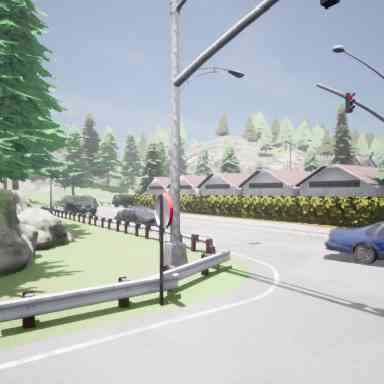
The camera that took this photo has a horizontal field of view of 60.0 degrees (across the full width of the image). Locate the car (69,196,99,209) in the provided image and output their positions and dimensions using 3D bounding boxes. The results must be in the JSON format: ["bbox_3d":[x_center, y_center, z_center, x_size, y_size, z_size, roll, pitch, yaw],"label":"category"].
[{"bbox_3d":[-16.418,1.539,50.623,2.097,1.767,4.553,0,0,18],"label":"car"}]

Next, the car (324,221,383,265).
[{"bbox_3d":[7.079,1.613,10.453,5.357,1.411,2.033,1,0,38],"label":"car"}]

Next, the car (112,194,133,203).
[{"bbox_3d":[-10.432,1.398,54.088,2.150,2.045,5.566,0,0,37],"label":"car"}]

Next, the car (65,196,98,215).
[{"bbox_3d":[-11.953,1.413,35.545,2.150,2.045,5.566,0,0,-35],"label":"car"}]

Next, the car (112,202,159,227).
[{"bbox_3d":[-3.743,1.739,23.879,2.033,1.411,5.357,0,0,-35],"label":"car"}]
